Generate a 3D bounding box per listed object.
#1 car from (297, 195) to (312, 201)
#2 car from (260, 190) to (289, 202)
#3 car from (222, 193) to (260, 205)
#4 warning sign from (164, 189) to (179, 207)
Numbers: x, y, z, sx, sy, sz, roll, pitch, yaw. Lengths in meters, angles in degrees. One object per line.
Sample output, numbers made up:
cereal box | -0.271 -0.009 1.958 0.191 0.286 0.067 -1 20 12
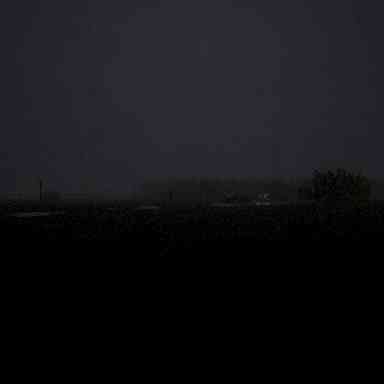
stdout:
car | 18.506 0.773 52.693 4.674 1.442 1.812 -1 0 -35
car | 12.810 0.656 52.032 5.566 2.045 2.150 -1 0 -35
car | 6.265 0.904 44.025 5.008 1.535 1.882 -1 0 -35
warning sign | -2.183 0.660 35.056 1.060 1.860 1.300 0 -1 -35
